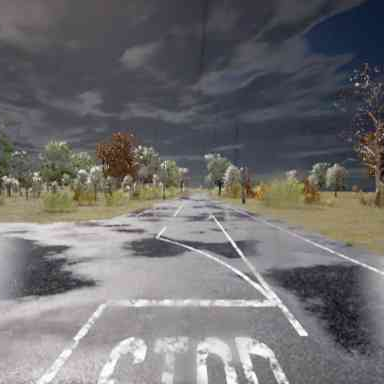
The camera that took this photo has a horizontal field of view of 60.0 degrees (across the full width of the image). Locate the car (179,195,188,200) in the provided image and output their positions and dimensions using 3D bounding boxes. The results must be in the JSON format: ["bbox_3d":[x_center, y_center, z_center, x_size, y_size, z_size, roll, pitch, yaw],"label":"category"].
[{"bbox_3d":[-2.180,1.367,89.641,1.994,1.385,4.181,0,0,7],"label":"car"}]
